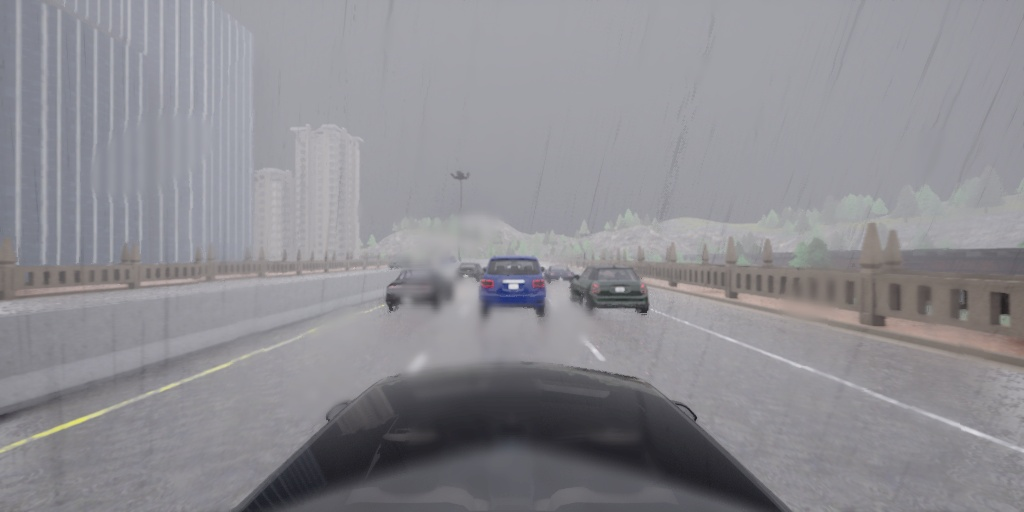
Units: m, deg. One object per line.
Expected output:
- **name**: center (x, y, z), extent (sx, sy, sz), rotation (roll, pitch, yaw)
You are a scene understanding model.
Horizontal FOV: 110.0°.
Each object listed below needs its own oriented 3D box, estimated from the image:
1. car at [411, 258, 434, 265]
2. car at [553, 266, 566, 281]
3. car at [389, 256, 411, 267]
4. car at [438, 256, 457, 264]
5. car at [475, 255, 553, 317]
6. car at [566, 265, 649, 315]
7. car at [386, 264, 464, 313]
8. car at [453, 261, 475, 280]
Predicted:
- **car**: center (-13.303, 1.192, 54.557), extent (2.097, 1.767, 4.553), rotation (0, 0, 2)
- **car**: center (3.637, 1.396, 28.001), extent (1.895, 1.301, 4.718), rotation (0, 0, 1)
- **car**: center (-16.796, 1.060, 54.667), extent (2.150, 2.045, 5.566), rotation (0, 0, 2)
- **car**: center (-9.793, 1.061, 54.791), extent (2.150, 2.045, 5.566), rotation (0, 0, 2)
- **car**: center (0.068, 0.994, 13.366), extent (2.150, 2.045, 5.566), rotation (0, 0, 0)
- **car**: center (3.568, 1.123, 13.917), extent (2.097, 1.767, 4.553), rotation (0, 0, 0)
- **car**: center (-3.430, 1.263, 14.217), extent (2.128, 1.511, 4.902), rotation (0, 0, 0)
- **car**: center (-3.330, 1.304, 29.499), extent (1.837, 1.490, 4.892), rotation (0, 0, 1)
